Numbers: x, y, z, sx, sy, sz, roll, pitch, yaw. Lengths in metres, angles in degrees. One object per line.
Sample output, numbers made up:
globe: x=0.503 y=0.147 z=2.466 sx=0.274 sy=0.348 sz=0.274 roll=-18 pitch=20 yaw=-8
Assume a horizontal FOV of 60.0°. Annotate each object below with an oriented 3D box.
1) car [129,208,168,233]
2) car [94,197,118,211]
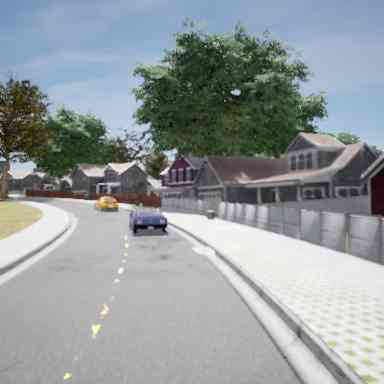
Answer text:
car: x=-2.707 y=1.602 z=19.774 sx=1.895 sy=1.301 sz=4.718 roll=0 pitch=0 yaw=-14
car: x=-9.830 y=1.304 z=37.961 sx=1.882 sy=1.535 sz=5.008 roll=0 pitch=1 yaw=-27
